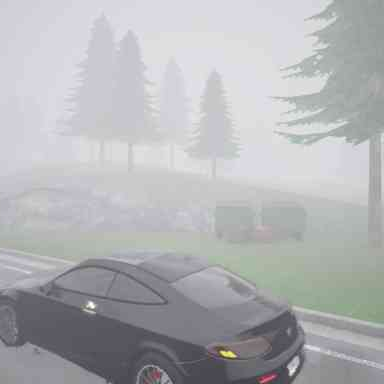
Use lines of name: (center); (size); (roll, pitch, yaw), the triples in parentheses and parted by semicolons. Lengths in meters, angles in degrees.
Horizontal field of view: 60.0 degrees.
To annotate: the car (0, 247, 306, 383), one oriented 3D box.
car: (-0.870, 1.525, 4.611); (4.674, 1.442, 1.812); (0, 0, 35)
